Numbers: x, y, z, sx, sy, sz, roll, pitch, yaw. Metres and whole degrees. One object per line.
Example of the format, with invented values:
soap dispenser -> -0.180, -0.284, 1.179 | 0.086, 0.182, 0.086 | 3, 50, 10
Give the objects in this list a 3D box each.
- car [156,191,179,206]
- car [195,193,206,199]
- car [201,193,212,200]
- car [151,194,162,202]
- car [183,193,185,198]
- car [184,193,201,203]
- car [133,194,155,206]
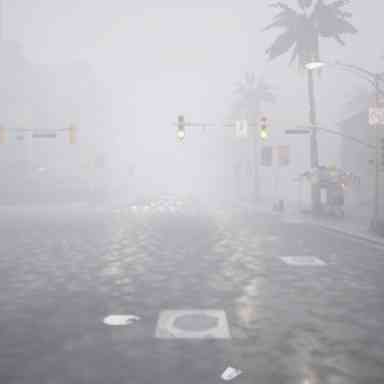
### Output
car -> -3.522, 0.941, 48.678 | 2.150, 2.045, 5.566 | 0, 0, 1
car -> 2.168, 0.980, 86.632 | 1.882, 1.535, 5.008 | 0, 0, -12
car -> 3.382, 1.086, 76.323 | 2.128, 1.511, 4.902 | 0, 0, -4
car -> -6.992, 1.144, 66.261 | 1.812, 1.442, 4.674 | 0, 0, 0
car -> -1.455, 1.039, 87.048 | 2.033, 1.411, 5.357 | 0, 0, -12
car -> 0.107, 1.145, 57.827 | 1.882, 1.535, 5.008 | 0, 0, 0
car -> -7.035, 1.079, 47.480 | 2.097, 1.767, 4.553 | 0, 0, 1
